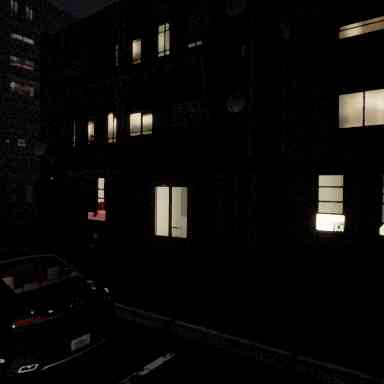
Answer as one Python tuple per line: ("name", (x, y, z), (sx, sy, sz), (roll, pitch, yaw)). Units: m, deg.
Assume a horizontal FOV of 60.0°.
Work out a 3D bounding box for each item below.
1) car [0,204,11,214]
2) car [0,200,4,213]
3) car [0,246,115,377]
("car", (-21.640, 1.655, 34.076), (2.033, 1.411, 5.357), (1, 0, 36))
("car", (-23.287, 1.622, 36.212), (2.008, 1.369, 4.403), (1, 0, 36))
("car", (-3.103, 1.549, 5.230), (4.403, 1.369, 2.008), (0, 1, 36))
